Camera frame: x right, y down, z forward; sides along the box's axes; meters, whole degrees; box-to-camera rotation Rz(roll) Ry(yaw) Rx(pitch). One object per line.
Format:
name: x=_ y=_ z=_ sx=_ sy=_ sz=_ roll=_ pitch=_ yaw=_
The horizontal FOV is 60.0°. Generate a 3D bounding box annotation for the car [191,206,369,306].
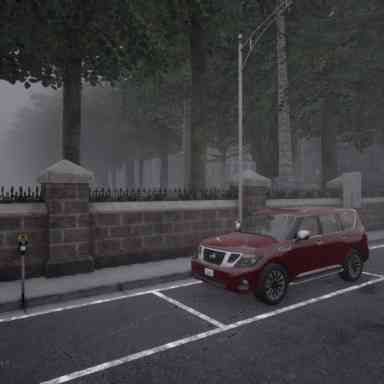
car: x=2.393 y=1.314 z=8.238 sx=5.009 sy=1.841 sz=2.192 roll=0 pitch=0 yaw=-35
